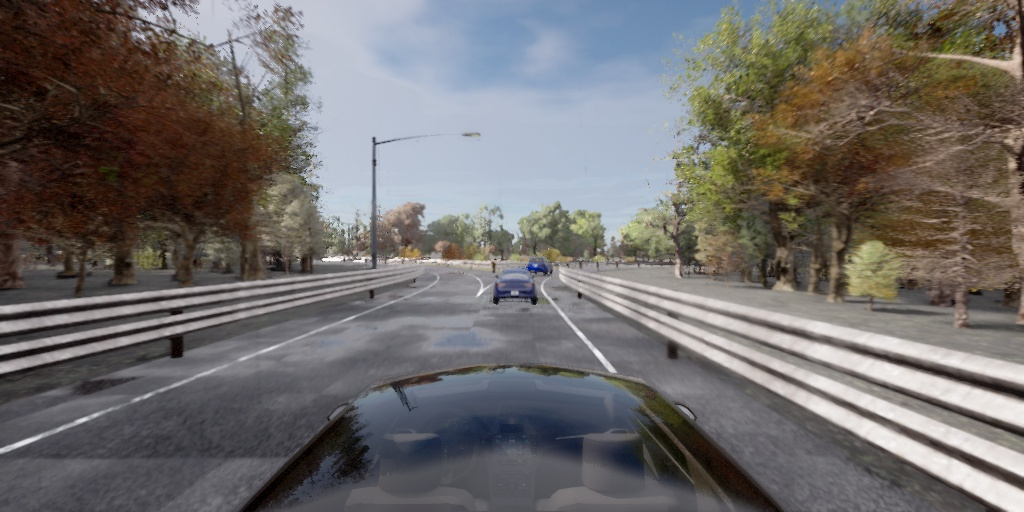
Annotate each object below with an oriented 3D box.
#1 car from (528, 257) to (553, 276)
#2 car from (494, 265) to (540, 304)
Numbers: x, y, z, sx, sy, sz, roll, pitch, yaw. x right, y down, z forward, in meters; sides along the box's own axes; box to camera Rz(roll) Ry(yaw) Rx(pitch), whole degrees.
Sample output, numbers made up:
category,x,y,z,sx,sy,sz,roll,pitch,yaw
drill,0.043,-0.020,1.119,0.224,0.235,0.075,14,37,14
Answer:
category,x,y,z,sx,sy,sz,roll,pitch,yaw
car,3.239,1.177,40.684,2.150,2.045,5.566,-1,0,16
car,0.170,1.303,16.562,1.812,1.442,4.674,0,0,1
